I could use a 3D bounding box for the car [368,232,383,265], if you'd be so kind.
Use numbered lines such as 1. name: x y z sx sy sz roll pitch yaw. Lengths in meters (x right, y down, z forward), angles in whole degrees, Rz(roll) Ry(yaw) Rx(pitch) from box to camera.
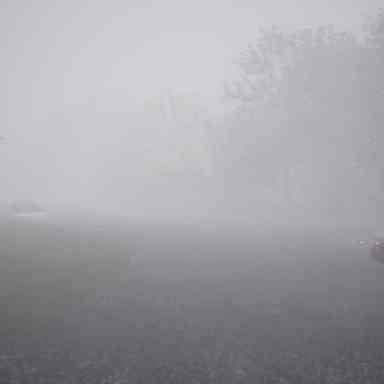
1. car: 6.987 1.546 8.252 1.812 1.442 4.674 1 0 -43

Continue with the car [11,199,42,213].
1. car: -16.924 1.388 33.899 1.994 1.385 4.181 1 -1 -43
